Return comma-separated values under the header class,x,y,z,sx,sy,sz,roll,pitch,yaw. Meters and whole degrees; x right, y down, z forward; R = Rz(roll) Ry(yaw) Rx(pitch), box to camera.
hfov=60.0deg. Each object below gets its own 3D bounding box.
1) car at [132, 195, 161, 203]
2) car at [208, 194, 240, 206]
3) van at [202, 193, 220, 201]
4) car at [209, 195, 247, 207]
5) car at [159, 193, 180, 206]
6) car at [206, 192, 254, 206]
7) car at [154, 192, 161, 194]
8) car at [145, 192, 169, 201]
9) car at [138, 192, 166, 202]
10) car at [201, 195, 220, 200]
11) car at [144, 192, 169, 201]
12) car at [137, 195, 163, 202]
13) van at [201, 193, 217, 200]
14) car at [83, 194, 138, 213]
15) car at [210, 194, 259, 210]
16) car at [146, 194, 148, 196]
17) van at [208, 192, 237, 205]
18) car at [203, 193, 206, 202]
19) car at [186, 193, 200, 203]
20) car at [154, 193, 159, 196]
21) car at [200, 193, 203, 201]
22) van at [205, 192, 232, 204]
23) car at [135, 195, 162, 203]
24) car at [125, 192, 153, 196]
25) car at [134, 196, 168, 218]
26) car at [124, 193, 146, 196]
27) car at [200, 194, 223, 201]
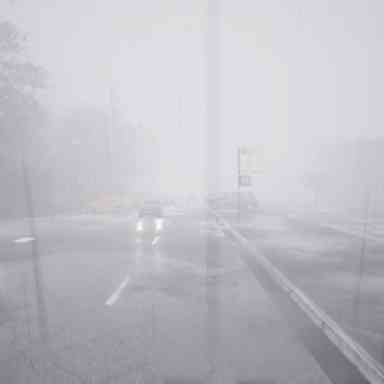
class,x,y,z,sx,sy,sz,roll,pitch,yaw
car,-8.343,1.278,61.068,5.008,1.535,2.097,0,0,0
car,4.779,1.120,49.994,4.553,1.767,2.185,0,0,0
van,4.805,1.151,83.633,4.442,1.987,1.878,0,0,0
car,4.746,1.238,44.388,4.892,1.521,2.231,0,0,0
car,-3.312,1.314,49.704,2.033,1.411,5.357,0,0,0
car,4.724,0.990,38.783,5.566,2.045,2.435,0,0,0
car,-8.158,1.267,58.282,5.366,1.575,1.946,0,0,0
car,-8.356,1.108,80.439,5.566,2.045,2.435,0,0,0
car,-8.336,1.052,69.422,5.566,2.045,2.435,0,0,0
car,4.713,1.423,86.434,4.792,1.488,2.163,0,0,0
car,-8.351,1.092,77.777,5.566,2.045,2.435,0,0,0
car,-8.387,1.323,66.638,4.792,1.488,2.163,0,0,0
van,4.784,1.219,94.845,4.442,1.987,1.878,0,0,0
car,-8.322,1.260,33.220,5.008,1.535,2.097,0,0,0
car,4.759,1.250,35.983,4.892,1.521,2.231,0,0,0
car,-8.329,1.279,41.576,4.674,1.452,2.002,0,0,0
van,4.861,1.027,52.798,4.442,1.987,1.878,0,0,0
car,4.722,0.989,47.193,5.566,2.045,2.435,0,0,0
car,-0.016,1.305,62.327,1.837,1.490,4.892,0,0,0
car,-8.336,1.302,55.496,4.674,1.452,2.002,0,0,0
car,4.698,1.033,64.012,5.566,2.045,2.435,0,0,0
van,4.620,1.043,58.405,4.442,1.987,1.878,0,0,0
car,-8.324,1.316,63.853,4.792,1.488,2.163,0,0,0
car,-8.298,1.116,47.144,4.553,1.767,2.185,0,0,0
car,-3.342,1.315,27.954,1.837,1.490,4.892,0,0,0
car,-8.332,1.242,38.789,5.008,1.535,2.097,0,0,0
car,4.514,1.340,78.024,5.366,1.575,1.946,0,0,0
